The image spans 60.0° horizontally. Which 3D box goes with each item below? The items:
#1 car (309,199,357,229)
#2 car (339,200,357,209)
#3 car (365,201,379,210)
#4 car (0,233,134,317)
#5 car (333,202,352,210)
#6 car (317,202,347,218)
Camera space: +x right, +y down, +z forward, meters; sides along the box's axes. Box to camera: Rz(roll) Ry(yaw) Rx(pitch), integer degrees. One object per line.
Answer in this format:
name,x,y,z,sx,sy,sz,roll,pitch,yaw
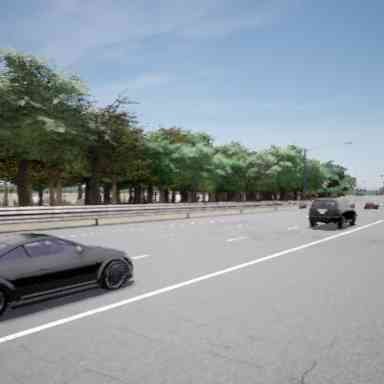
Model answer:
car,10.339,1.502,24.253,2.150,2.045,5.566,0,0,38
car,27.649,2.224,58.903,2.128,1.511,4.902,0,-1,36
car,31.461,2.291,58.060,1.812,1.442,4.674,0,-1,36
car,-3.323,1.613,7.414,1.994,1.385,4.181,0,0,40
car,24.913,2.260,54.852,1.895,1.301,4.718,0,-1,36
car,15.376,1.916,36.294,1.837,1.490,4.892,0,0,37
